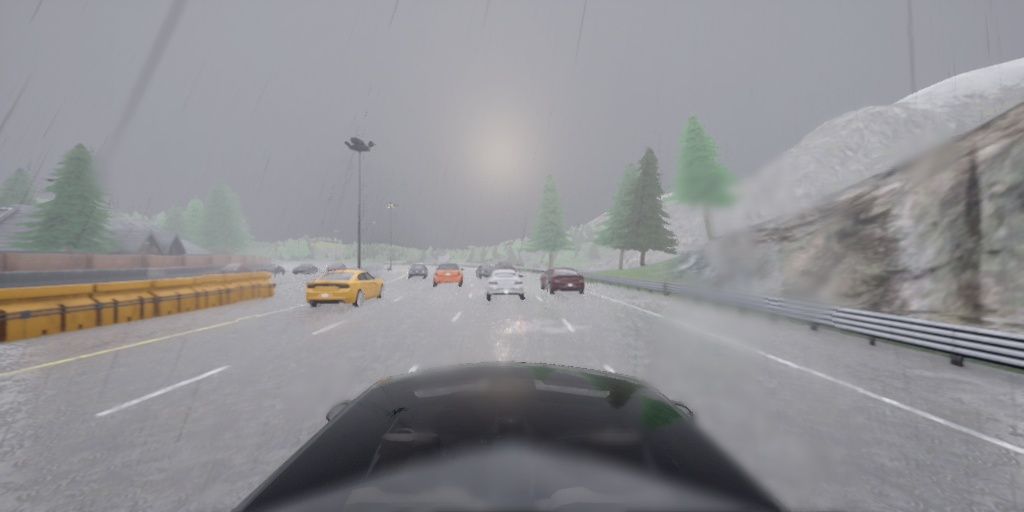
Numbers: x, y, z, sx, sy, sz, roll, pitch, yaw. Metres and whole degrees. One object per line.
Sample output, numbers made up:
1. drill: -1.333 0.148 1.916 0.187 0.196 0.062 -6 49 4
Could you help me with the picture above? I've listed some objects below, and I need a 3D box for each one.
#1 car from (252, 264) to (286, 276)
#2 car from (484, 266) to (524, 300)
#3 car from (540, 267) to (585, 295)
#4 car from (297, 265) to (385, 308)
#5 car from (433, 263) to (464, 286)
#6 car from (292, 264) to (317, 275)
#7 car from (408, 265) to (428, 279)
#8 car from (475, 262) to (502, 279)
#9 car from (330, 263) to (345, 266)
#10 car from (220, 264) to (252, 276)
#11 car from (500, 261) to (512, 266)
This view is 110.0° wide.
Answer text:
1. car: -29.461 1.698 43.965 1.994 1.385 4.181 0 0 -14
2. car: -0.434 1.424 18.934 1.812 1.442 4.674 0 0 -4
3. car: 2.887 1.395 21.459 1.882 1.535 5.008 0 0 -5
4. car: -7.261 1.357 16.141 1.882 1.535 5.008 0 0 -3
5. car: -4.830 1.327 27.633 2.097 1.767 4.553 0 -1 -7
6. car: -26.321 1.696 45.932 2.033 1.411 5.357 0 0 -14
7. car: -9.906 1.616 37.931 2.033 1.411 5.357 0 0 -11
8. car: -2.757 1.609 37.744 2.033 1.411 5.357 0 0 -11
9. car: -23.134 1.637 47.442 1.882 1.535 5.008 0 -1 -15
10. car: -32.786 1.654 42.891 1.812 1.442 4.674 0 -1 -14
11. car: -1.149 1.488 46.726 2.097 1.767 4.553 0 -1 -13
